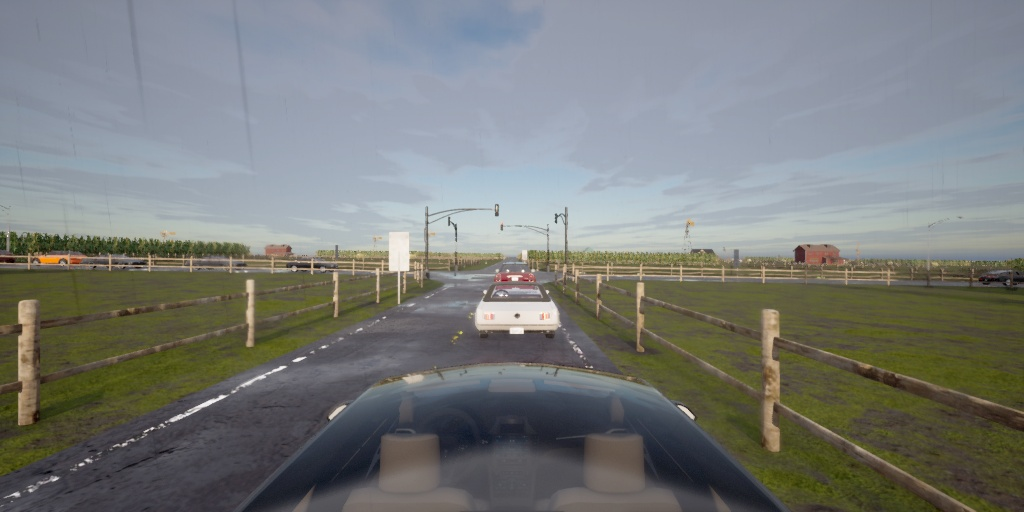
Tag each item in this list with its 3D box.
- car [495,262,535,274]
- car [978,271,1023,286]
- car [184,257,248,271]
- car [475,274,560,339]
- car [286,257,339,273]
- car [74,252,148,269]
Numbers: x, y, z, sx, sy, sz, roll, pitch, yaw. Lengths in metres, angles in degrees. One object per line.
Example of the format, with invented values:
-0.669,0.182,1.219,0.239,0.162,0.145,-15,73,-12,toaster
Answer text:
0.171,1.103,19.068,2.097,1.767,4.553,0,0,1,car
50.703,2.256,36.485,4.892,1.490,1.837,1,0,0,car
-30.223,0.759,36.694,5.357,1.411,2.033,1,0,1,car
0.120,1.351,10.080,1.895,1.301,4.718,0,0,0,car
-20.334,0.896,36.664,4.892,1.490,1.837,1,0,0,car
-40.745,0.570,36.727,5.357,1.411,2.033,1,0,1,car
